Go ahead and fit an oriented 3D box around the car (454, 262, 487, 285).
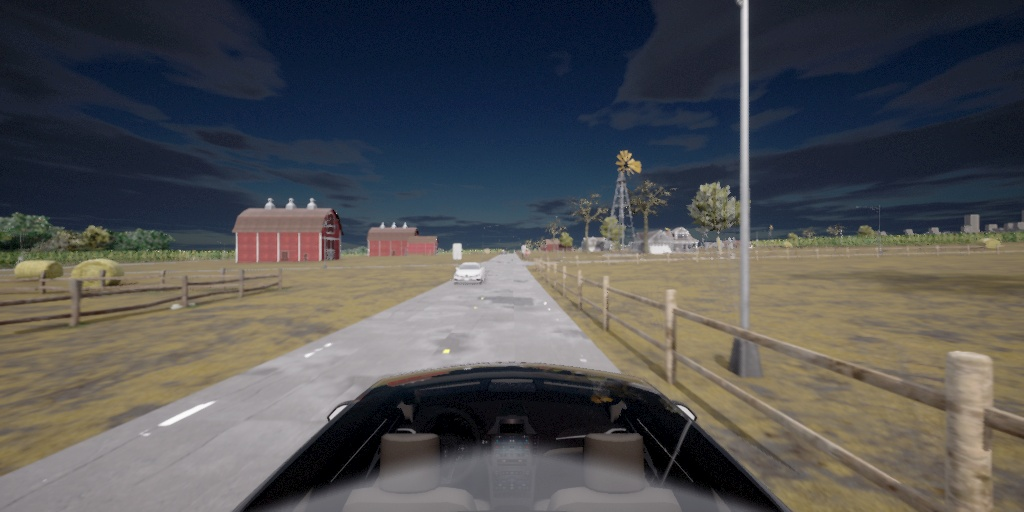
[{"bbox_3d":[-2.855,1.168,24.920,1.812,1.442,4.674,0,1,0],"label":"car"}]
